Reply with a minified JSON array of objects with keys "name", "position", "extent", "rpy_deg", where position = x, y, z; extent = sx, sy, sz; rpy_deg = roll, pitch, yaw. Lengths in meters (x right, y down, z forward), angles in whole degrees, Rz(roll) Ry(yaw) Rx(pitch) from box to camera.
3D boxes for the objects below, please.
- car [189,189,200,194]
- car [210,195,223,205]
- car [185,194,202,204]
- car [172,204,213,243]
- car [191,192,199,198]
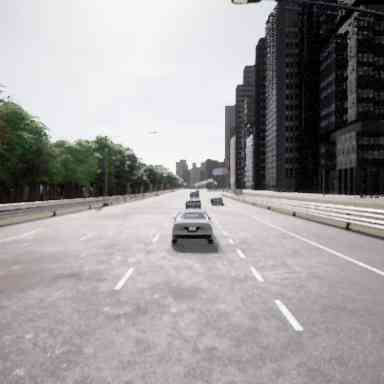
[{"name":"car","position":[0.550,0.865,72.594],"extent":[2.150,2.045,5.566],"rpy_deg":[0,1,1]},{"name":"car","position":[3.892,1.277,53.159],"extent":[2.128,1.511,4.902],"rpy_deg":[0,0,1]},{"name":"car","position":[0.165,1.356,40.023],"extent":[2.128,1.511,4.902],"rpy_deg":[0,0,0]},{"name":"car","position":[0.025,1.528,16.019],"extent":[2.033,1.411,5.357],"rpy_deg":[0,0,0]},{"name":"car","position":[0.892,0.836,92.448],"extent":[2.033,1.411,5.357],"rpy_deg":[0,1,1]}]
